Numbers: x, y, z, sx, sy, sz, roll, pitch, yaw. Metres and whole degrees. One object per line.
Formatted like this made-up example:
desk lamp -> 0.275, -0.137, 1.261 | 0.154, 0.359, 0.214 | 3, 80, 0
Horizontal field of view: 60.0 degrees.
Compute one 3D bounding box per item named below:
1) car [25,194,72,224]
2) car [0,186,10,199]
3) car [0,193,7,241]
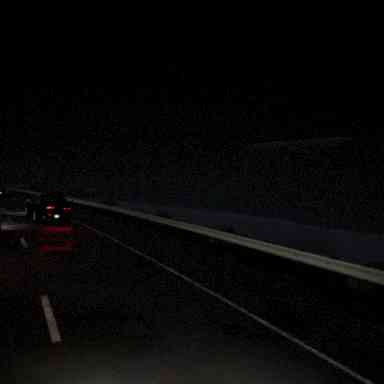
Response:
car -> -8.324, 0.895, 19.187 | 1.837, 1.490, 4.892 | 6, -1, -34
car -> -21.225, -0.042, 36.179 | 1.994, 1.385, 4.181 | 5, 0, -41
car -> -7.651, 0.920, 11.497 | 1.837, 1.490, 4.892 | 5, 0, -31
